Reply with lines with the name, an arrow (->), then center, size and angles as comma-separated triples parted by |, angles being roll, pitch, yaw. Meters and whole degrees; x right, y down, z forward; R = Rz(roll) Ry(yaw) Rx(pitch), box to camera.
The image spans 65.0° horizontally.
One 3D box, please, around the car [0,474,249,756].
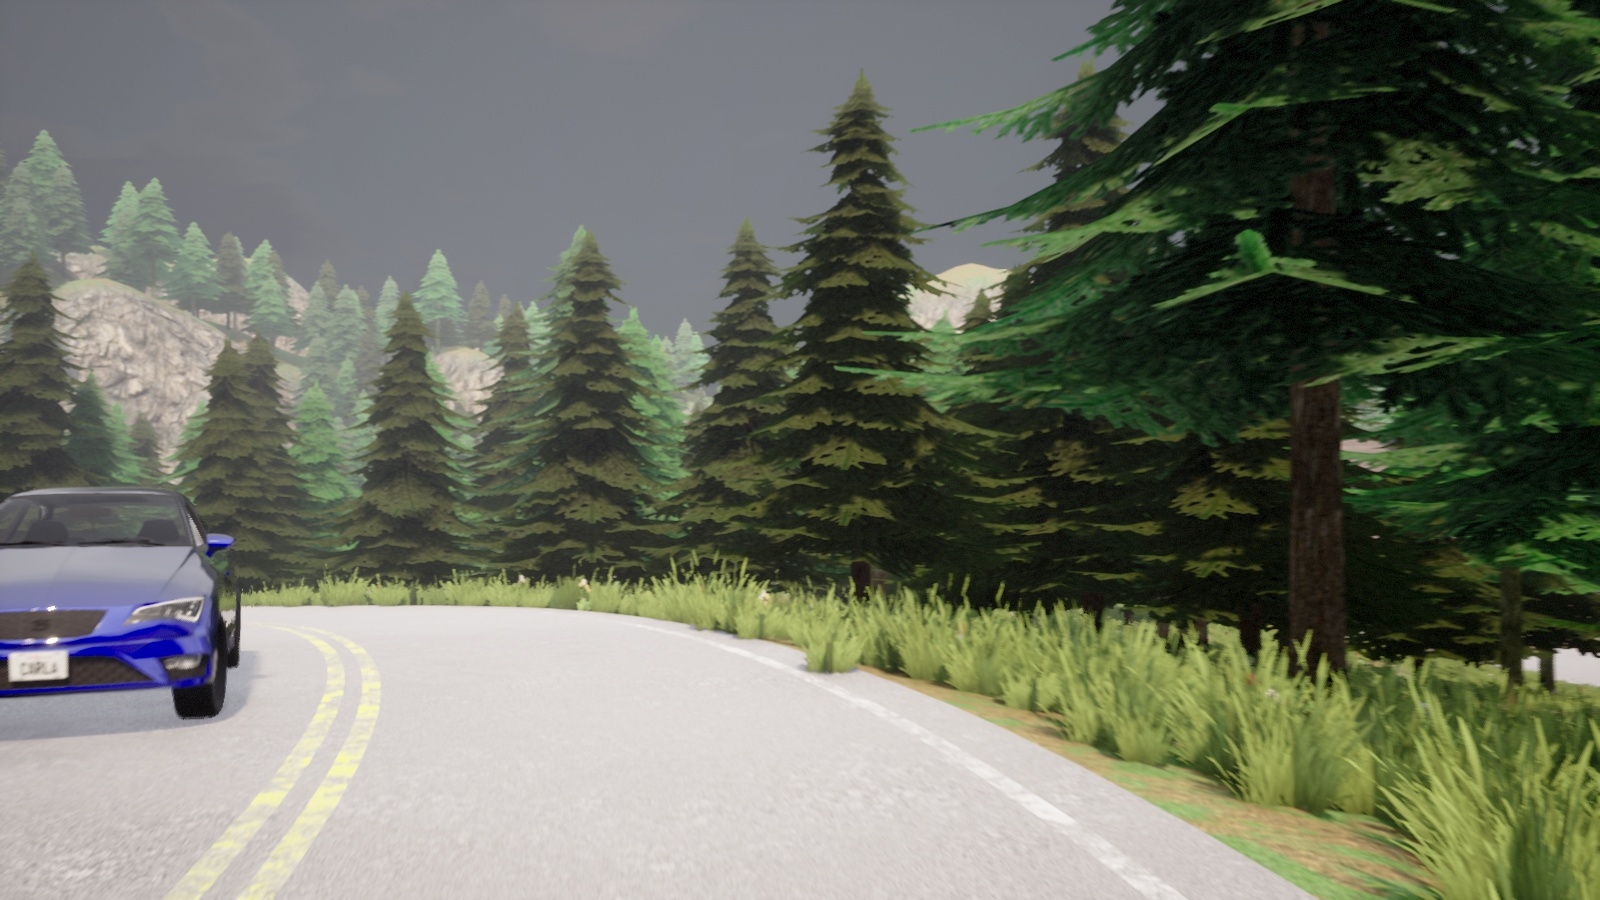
car -> -4.854, 0.971, 8.592 | 1.816, 1.474, 4.193 | 1, -3, -21
